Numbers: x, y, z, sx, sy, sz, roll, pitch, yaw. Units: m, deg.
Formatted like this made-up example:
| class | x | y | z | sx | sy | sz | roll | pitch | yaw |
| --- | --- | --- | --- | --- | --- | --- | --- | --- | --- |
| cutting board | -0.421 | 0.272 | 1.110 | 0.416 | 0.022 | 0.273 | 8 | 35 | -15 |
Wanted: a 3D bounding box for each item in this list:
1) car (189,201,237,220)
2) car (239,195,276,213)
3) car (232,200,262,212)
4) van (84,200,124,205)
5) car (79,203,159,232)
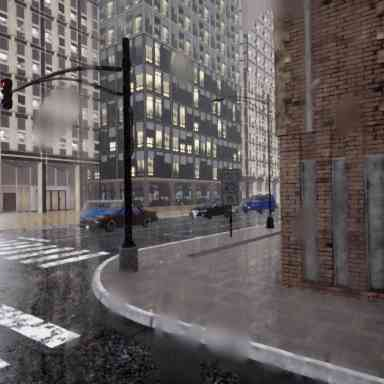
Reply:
| class | x | y | z | sx | sy | sz | roll | pitch | yaw |
| --- | --- | --- | --- | --- | --- | --- | --- | --- | --- |
| car | 1.668 | 1.578 | 29.581 | 2.128 | 1.511 | 4.902 | -1 | -1 | 36 |
| car | 7.760 | 1.330 | 38.075 | 2.150 | 2.045 | 5.566 | -1 | -1 | 36 |
| car | 6.904 | 1.689 | 41.338 | 1.752 | 1.417 | 4.829 | -2 | -1 | 36 |
| van | -5.931 | 1.460 | 23.429 | 1.690 | 1.788 | 3.998 | -2 | -1 | 36 |
| car | -4.414 | 1.614 | 21.093 | 2.033 | 1.411 | 5.357 | -1 | -1 | 36 |
